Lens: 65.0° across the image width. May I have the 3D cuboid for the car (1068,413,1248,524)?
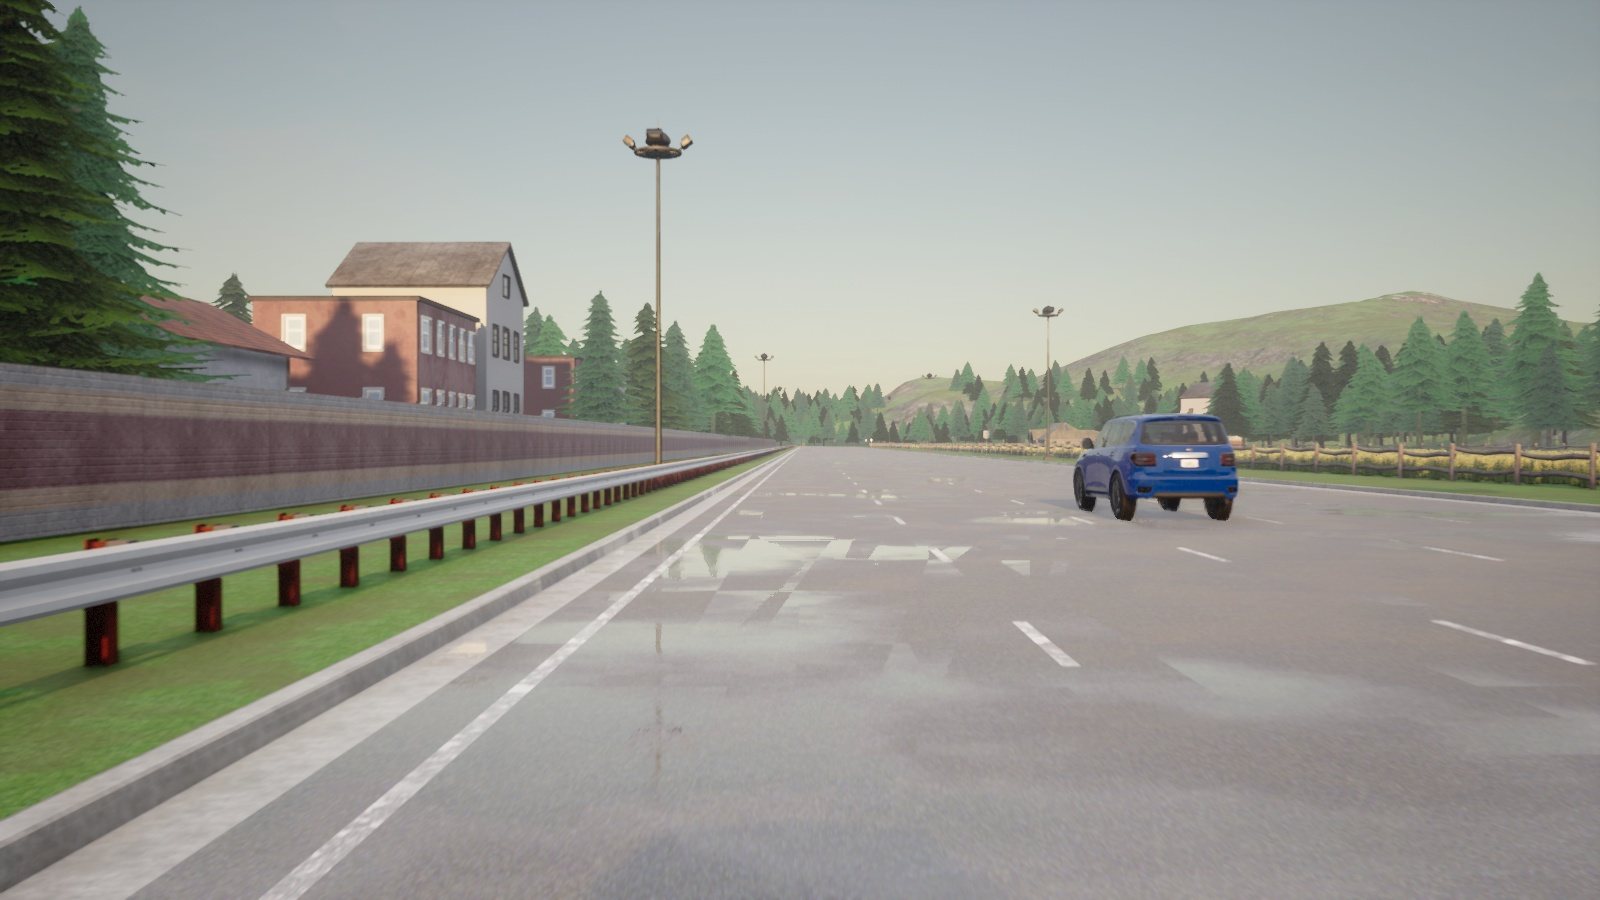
[{"bbox_3d":[7.165,0.325,25.855,2.150,2.045,5.566,0,0,0],"label":"car"}]
